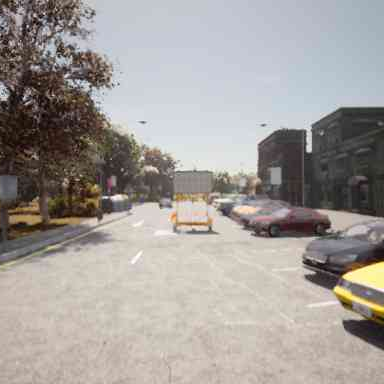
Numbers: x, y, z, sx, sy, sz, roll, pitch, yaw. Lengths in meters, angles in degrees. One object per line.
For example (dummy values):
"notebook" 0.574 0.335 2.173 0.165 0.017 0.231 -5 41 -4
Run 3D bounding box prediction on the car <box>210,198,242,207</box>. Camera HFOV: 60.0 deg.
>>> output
"car" 5.540 1.693 54.116 4.674 1.452 2.002 1 0 -20

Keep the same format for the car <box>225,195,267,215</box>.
"car" 5.416 1.416 27.102 4.553 1.767 2.185 1 0 -20

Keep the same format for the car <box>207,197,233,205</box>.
"car" 5.592 1.760 66.130 4.674 1.452 2.002 1 0 -20

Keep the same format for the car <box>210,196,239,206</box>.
"car" 5.588 1.544 57.125 4.553 1.767 2.185 1 0 -20

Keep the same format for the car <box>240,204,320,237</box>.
"car" 5.343 1.559 18.089 4.674 1.452 2.002 1 0 -20

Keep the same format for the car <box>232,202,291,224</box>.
"car" 5.326 1.554 21.081 4.792 1.488 2.163 1 0 -20

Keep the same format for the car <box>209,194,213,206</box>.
"car" 5.448 1.343 42.094 5.566 2.045 2.435 1 0 -20

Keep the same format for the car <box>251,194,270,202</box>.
"car" 18.643 1.620 91.118 2.435 2.045 5.566 0 0 -21

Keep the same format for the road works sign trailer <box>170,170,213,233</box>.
"road works sign trailer" 0.040 0.501 19.826 2.380 3.560 2.880 0 0 0

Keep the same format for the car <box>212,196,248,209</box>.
"car" 5.475 1.496 48.107 4.553 1.767 2.185 1 -1 -20

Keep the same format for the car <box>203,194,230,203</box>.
"car" 5.627 1.519 75.166 5.566 2.045 2.435 1 -1 -20

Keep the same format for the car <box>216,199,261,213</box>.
"car" 5.424 1.612 39.091 4.792 1.488 2.163 1 0 -20

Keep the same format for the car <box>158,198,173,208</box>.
"car" -3.933 1.635 49.915 2.128 1.511 4.902 0 0 0

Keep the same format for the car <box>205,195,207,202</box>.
"car" 5.559 1.686 60.128 5.008 1.535 2.097 1 -1 -20

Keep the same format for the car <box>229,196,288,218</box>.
"car" 5.400 1.408 24.101 4.553 1.767 2.185 1 0 -20

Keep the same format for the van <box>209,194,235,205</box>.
"van" 5.689 1.479 63.174 4.442 1.987 1.878 1 -1 -20

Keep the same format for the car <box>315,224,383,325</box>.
"car" 5.137 1.491 6.024 5.366 1.575 1.946 1 0 -20

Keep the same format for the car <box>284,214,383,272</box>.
"car" 5.323 1.503 9.089 4.892 1.521 2.231 1 0 -20

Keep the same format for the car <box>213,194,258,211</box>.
"car" 5.407 1.308 33.077 5.566 2.045 2.435 1 0 -20

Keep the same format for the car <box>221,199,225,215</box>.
"car" 5.396 1.590 30.098 4.674 1.452 2.002 1 0 -20

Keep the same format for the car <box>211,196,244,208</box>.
"car" 5.492 1.511 51.109 4.553 1.767 2.185 1 -1 -20
